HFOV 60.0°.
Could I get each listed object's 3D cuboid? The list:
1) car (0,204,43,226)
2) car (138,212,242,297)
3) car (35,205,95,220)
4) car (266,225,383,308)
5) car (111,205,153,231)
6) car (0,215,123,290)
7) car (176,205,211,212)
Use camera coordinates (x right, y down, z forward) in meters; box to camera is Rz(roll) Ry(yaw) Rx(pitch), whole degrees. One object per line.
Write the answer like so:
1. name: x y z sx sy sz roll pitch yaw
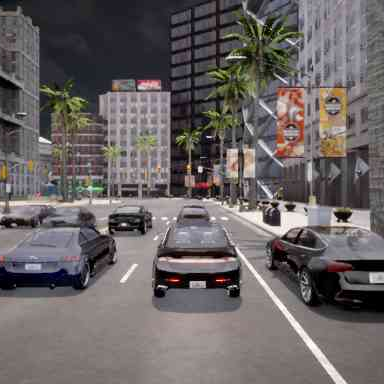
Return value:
1. car: -10.501 1.547 22.265 2.033 1.411 5.357 0 0 0
2. car: 0.101 1.492 8.544 2.128 1.511 4.902 0 0 0
3. car: -7.034 1.564 19.399 1.994 1.385 4.181 0 0 1
4. car: 3.192 1.513 8.023 2.161 1.482 4.786 0 0 -1
5. car: -3.400 1.478 19.070 1.882 1.535 5.008 0 0 0
6. car: -3.397 1.564 9.101 1.994 1.385 4.181 0 0 0
7. car: 0.101 1.505 18.799 1.837 1.490 4.892 0 0 0
